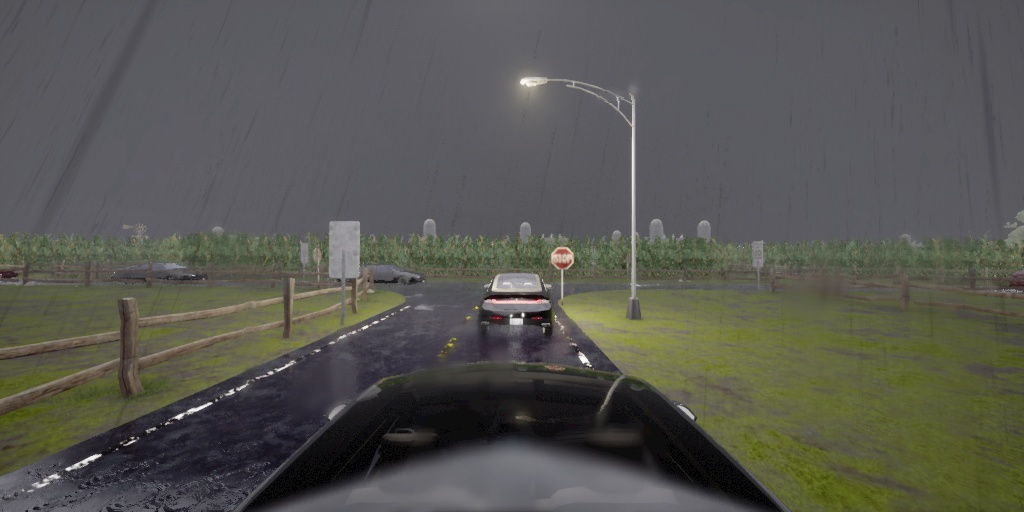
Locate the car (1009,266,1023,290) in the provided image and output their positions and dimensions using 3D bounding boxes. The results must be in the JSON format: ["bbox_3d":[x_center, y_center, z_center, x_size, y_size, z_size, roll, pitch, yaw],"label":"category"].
[{"bbox_3d":[35.357,1.382,23.029,4.553,1.767,2.097,1,-1,0],"label":"car"}]

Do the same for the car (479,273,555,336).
[{"bbox_3d":[0.161,1.244,10.386,2.128,1.511,4.902,0,0,2],"label":"car"}]

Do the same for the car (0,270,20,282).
[{"bbox_3d":[-35.782,1.098,23.599,4.718,1.301,1.895,0,-1,1],"label":"car"}]

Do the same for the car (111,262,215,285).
[{"bbox_3d":[-22.790,1.127,23.488,5.357,1.411,2.033,0,-1,0],"label":"car"}]

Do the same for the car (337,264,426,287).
[{"bbox_3d":[-8.431,1.228,23.372,5.357,1.411,2.033,0,-1,1],"label":"car"}]
